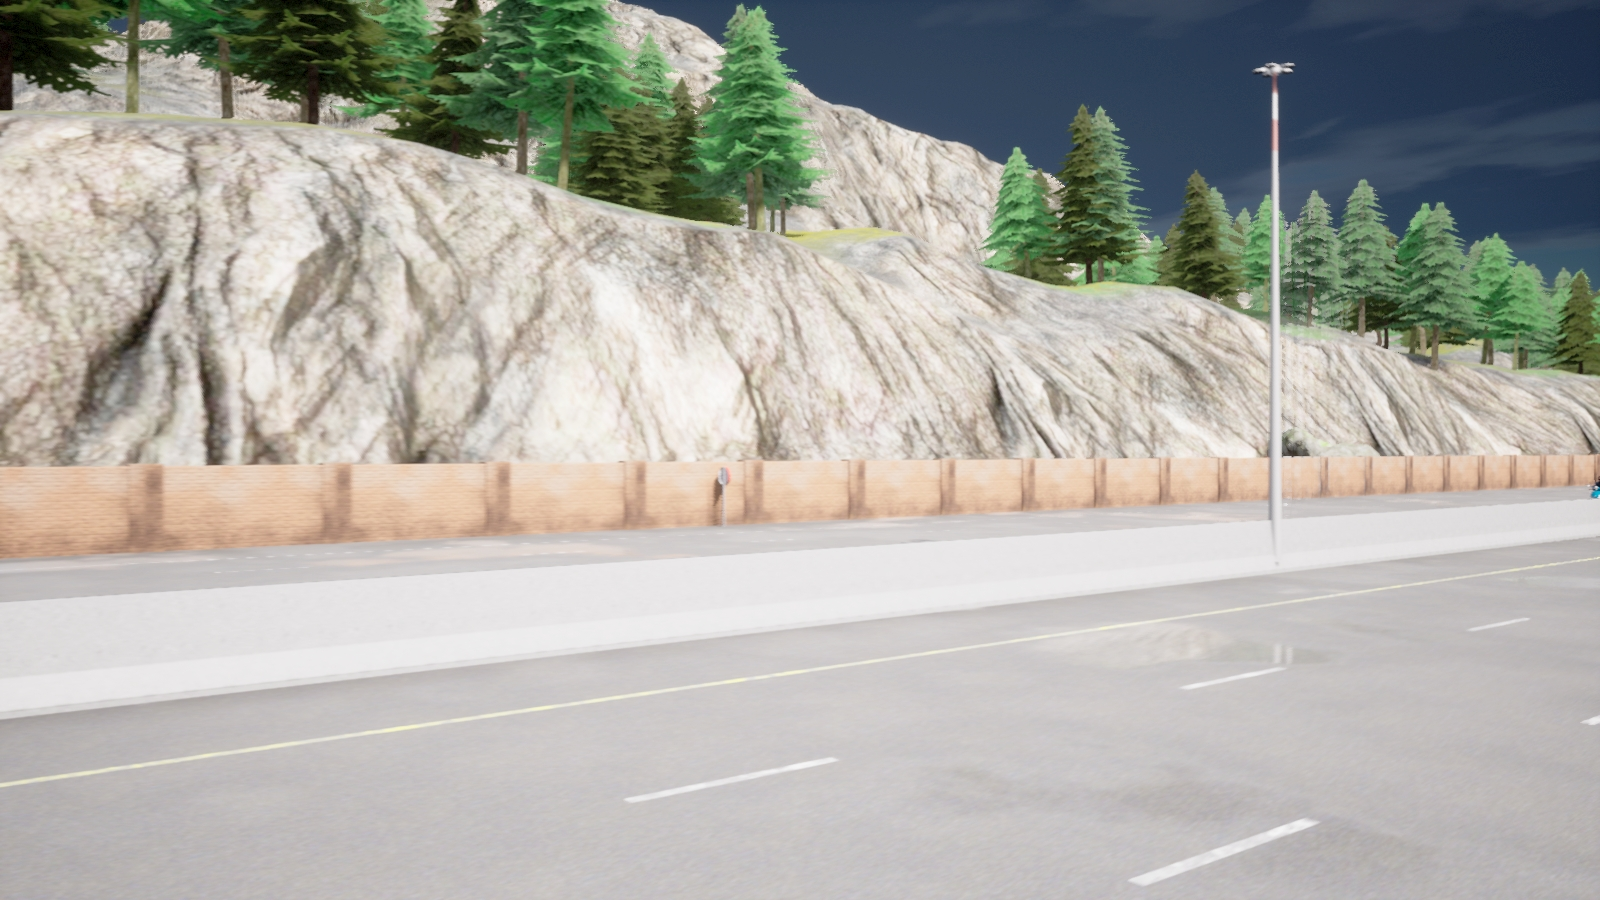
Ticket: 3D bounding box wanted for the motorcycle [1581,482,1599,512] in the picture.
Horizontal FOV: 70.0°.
[{"bbox_3d":[36.302,2.125,51.869,1.805,1.334,0.856,0,0,-36],"label":"motorcycle"}]
